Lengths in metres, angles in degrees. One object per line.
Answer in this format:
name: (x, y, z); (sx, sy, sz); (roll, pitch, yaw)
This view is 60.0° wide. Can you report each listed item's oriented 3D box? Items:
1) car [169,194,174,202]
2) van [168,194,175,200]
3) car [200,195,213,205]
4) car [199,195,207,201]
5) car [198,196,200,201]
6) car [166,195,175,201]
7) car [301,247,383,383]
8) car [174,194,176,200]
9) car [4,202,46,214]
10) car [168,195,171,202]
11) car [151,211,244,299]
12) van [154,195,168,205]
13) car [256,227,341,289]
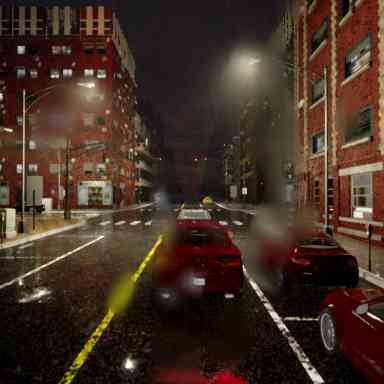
car: (-5.633, 1.607, 75.088); (1.802, 1.307, 4.206); (1, 0, 0)
van: (-5.619, 1.375, 92.046); (1.690, 1.788, 3.998); (1, 0, 0)
car: (2.737, 1.543, 58.258); (1.752, 1.417, 4.829); (1, 0, 0)
car: (2.754, 1.597, 86.349); (1.947, 1.339, 4.313); (1, 0, 0)
car: (2.751, 1.572, 80.698); (1.887, 1.381, 4.507); (1, 0, 0)
car: (-5.626, 1.582, 86.393); (2.008, 1.369, 4.403); (1, 0, 0)
car: (2.669, 1.583, 3.178); (1.802, 1.307, 4.206); (1, 0, 0)
car: (-5.629, 1.553, 80.571); (1.752, 1.417, 4.829); (1, 0, 0)
car: (-18.688, 1.729, 37.230); (4.313, 1.339, 1.947); (0, -1, 0)
car: (-5.640, 1.602, 63.784); (1.802, 1.307, 4.206); (1, 0, 0)
car: (0.103, 1.480, 8.514); (1.882, 1.535, 5.008); (0, 0, 0)
van: (-5.640, 1.359, 58.132); (1.690, 1.788, 3.998); (1, 0, 0)
car: (2.842, 1.584, 8.834); (1.802, 1.307, 4.206); (1, 0, 0)
